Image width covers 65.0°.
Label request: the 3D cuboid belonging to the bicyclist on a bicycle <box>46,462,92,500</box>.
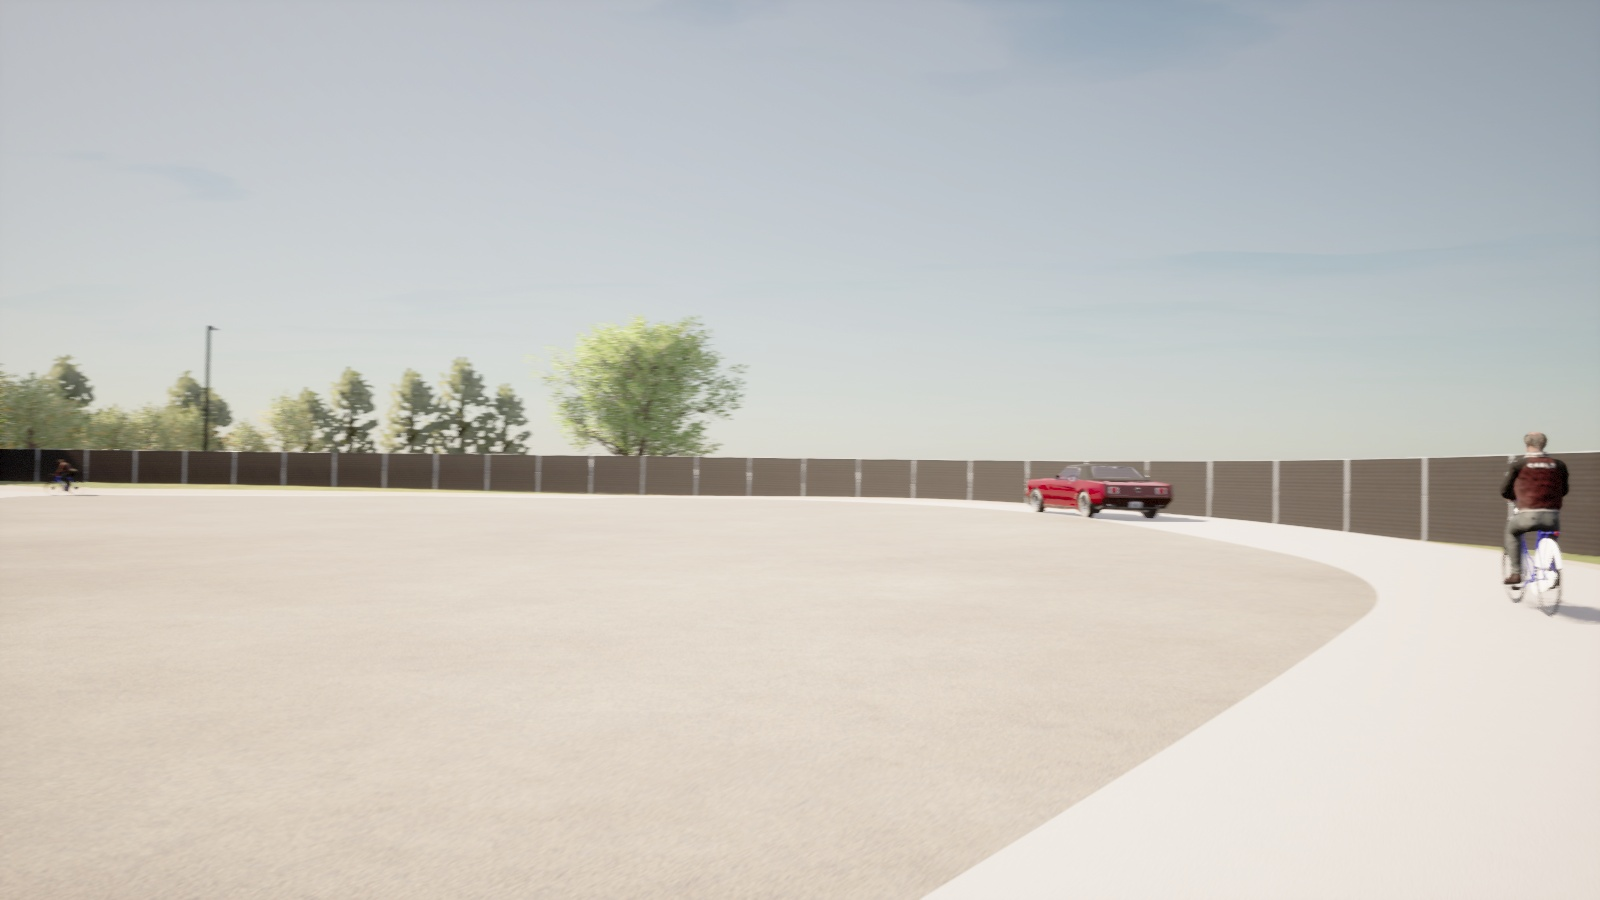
[{"bbox_3d":[-32.460,1.379,55.755,1.656,1.620,0.582,-1,0,-6],"label":"bicyclist on a bicycle"}]

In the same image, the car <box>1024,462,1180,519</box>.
[{"bbox_3d":[7.422,0.971,31.432,1.895,1.301,4.718,1,-1,-13],"label":"car"}]

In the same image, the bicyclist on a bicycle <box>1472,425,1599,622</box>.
[{"bbox_3d":[7.194,0.672,12.319,0.659,1.776,1.843,-1,0,16],"label":"bicyclist on a bicycle"}]
